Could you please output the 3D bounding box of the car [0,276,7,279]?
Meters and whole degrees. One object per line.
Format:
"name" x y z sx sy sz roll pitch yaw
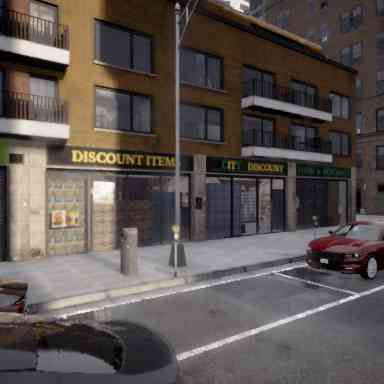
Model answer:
"car" -3.981 1.566 3.351 4.313 1.339 1.947 0 0 -36

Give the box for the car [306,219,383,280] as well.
"car" 5.271 1.544 9.951 4.507 1.381 1.887 0 0 -36

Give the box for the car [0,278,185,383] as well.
"car" -2.100 1.526 1.574 4.674 1.442 1.812 0 0 -35
